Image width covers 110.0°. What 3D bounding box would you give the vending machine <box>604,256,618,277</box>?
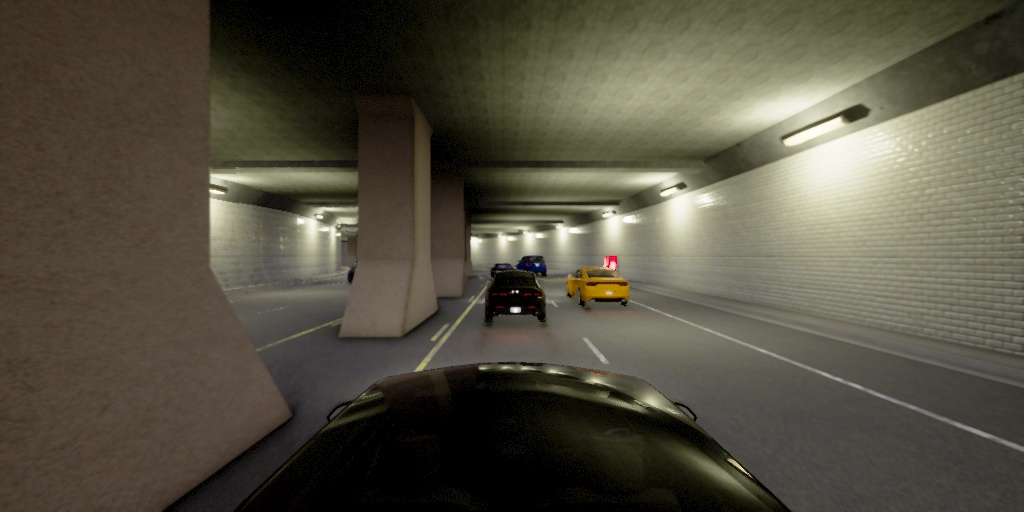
[{"bbox_3d":[8.598,0.942,31.252,1.100,2.100,0.880,0,0,-7],"label":"vending machine"}]

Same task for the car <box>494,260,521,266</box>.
[{"bbox_3d":[-0.844,1.293,30.988,2.033,1.411,5.357,0,0,-8],"label":"car"}]

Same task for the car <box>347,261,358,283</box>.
[{"bbox_3d":[-11.286,1.223,28.074,1.882,1.535,5.008,0,0,-8],"label":"car"}]

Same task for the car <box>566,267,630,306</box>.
[{"bbox_3d":[3.591,1.226,15.808,1.882,1.535,5.008,0,0,0],"label":"car"}]

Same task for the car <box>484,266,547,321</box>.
[{"bbox_3d":[0.102,1.253,12.431,1.837,1.490,4.892,0,0,0],"label":"car"}]

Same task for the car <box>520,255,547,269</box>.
[{"bbox_3d":[1.878,0.967,35.917,2.150,2.045,5.566,0,0,-10],"label":"car"}]
